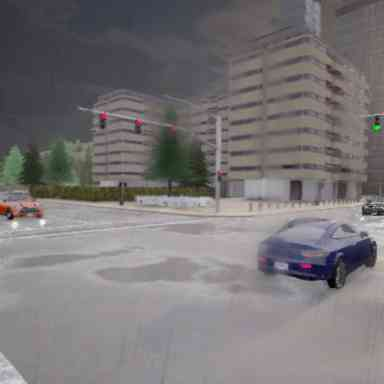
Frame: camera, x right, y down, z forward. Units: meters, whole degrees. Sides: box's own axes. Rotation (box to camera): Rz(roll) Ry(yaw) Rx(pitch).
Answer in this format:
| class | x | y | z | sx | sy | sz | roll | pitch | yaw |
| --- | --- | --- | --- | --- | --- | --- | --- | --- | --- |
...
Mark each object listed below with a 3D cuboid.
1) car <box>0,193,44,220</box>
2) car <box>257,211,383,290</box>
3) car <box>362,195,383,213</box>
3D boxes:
| class | x | y | z | sx | sy | sz | roll | pitch | yaw |
| --- | --- | --- | --- | --- | --- | --- | --- | --- | --- |
| car | -12.068 | 0.871 | 23.079 | 4.553 | 1.767 | 2.097 | 1 | 1 | 44 |
| car | 3.467 | 1.413 | 8.877 | 1.812 | 1.442 | 4.674 | 1 | 1 | 42 |
| car | 15.544 | 1.067 | 27.101 | 2.097 | 1.767 | 4.553 | 1 | 1 | 44 |
